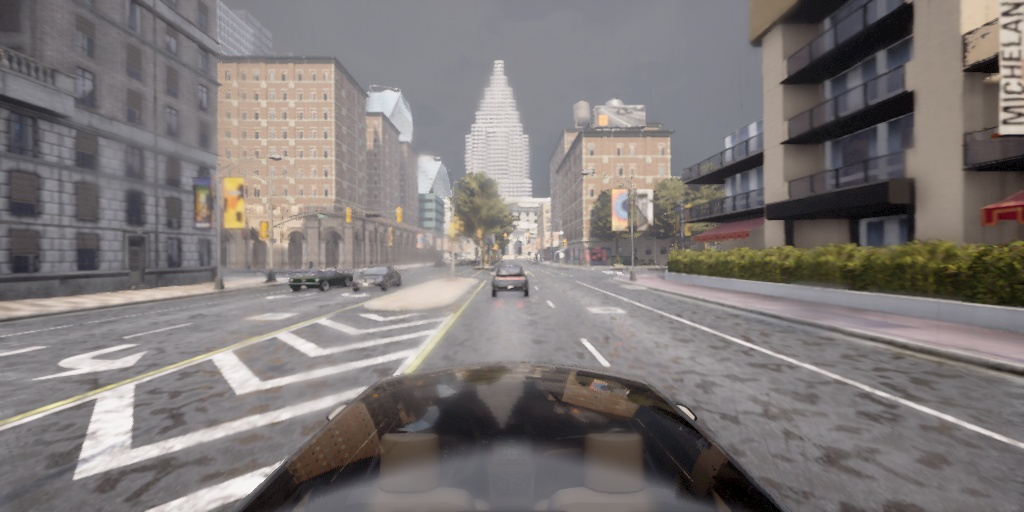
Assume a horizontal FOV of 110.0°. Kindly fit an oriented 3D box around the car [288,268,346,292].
[{"bbox_3d":[-11.756,1.447,22.387,1.895,1.301,4.718,0,0,-1],"label":"car"}]

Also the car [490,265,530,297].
[{"bbox_3d":[-0.110,1.232,18.936,2.128,1.511,4.902,0,0,-1],"label":"car"}]

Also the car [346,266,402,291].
[{"bbox_3d":[-8.257,1.342,22.429,1.812,1.442,4.674,0,0,-1],"label":"car"}]
